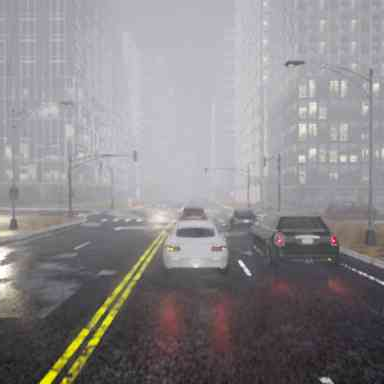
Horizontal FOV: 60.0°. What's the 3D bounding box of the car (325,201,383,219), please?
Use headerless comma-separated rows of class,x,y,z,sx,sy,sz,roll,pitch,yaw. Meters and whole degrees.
car,16.194,1.836,34.113,5.009,1.841,2.192,0,0,1

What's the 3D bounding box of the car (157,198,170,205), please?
car,-6.514,2.174,72.897,1.994,1.385,4.181,0,0,0

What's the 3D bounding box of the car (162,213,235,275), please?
car,0.100,1.623,10.651,1.812,1.442,4.674,0,-1,0

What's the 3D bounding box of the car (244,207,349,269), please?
car,3.347,1.460,11.747,2.097,1.767,4.553,0,0,0

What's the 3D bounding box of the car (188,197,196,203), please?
car,-0.016,2.208,84.899,1.837,1.490,4.892,0,0,0

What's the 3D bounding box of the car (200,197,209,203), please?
car,3.235,2.185,84.899,1.882,1.535,5.008,0,0,0

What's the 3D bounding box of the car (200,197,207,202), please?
car,3.232,2.153,95.317,1.812,1.442,4.674,0,0,0

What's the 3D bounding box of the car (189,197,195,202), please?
car,-0.018,2.106,95.317,1.882,1.535,5.008,0,0,0

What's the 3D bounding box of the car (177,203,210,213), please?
car,0.096,1.700,21.984,1.837,1.490,4.892,0,-1,0

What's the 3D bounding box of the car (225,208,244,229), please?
car,3.344,1.763,22.390,1.994,1.385,4.181,0,-1,0
